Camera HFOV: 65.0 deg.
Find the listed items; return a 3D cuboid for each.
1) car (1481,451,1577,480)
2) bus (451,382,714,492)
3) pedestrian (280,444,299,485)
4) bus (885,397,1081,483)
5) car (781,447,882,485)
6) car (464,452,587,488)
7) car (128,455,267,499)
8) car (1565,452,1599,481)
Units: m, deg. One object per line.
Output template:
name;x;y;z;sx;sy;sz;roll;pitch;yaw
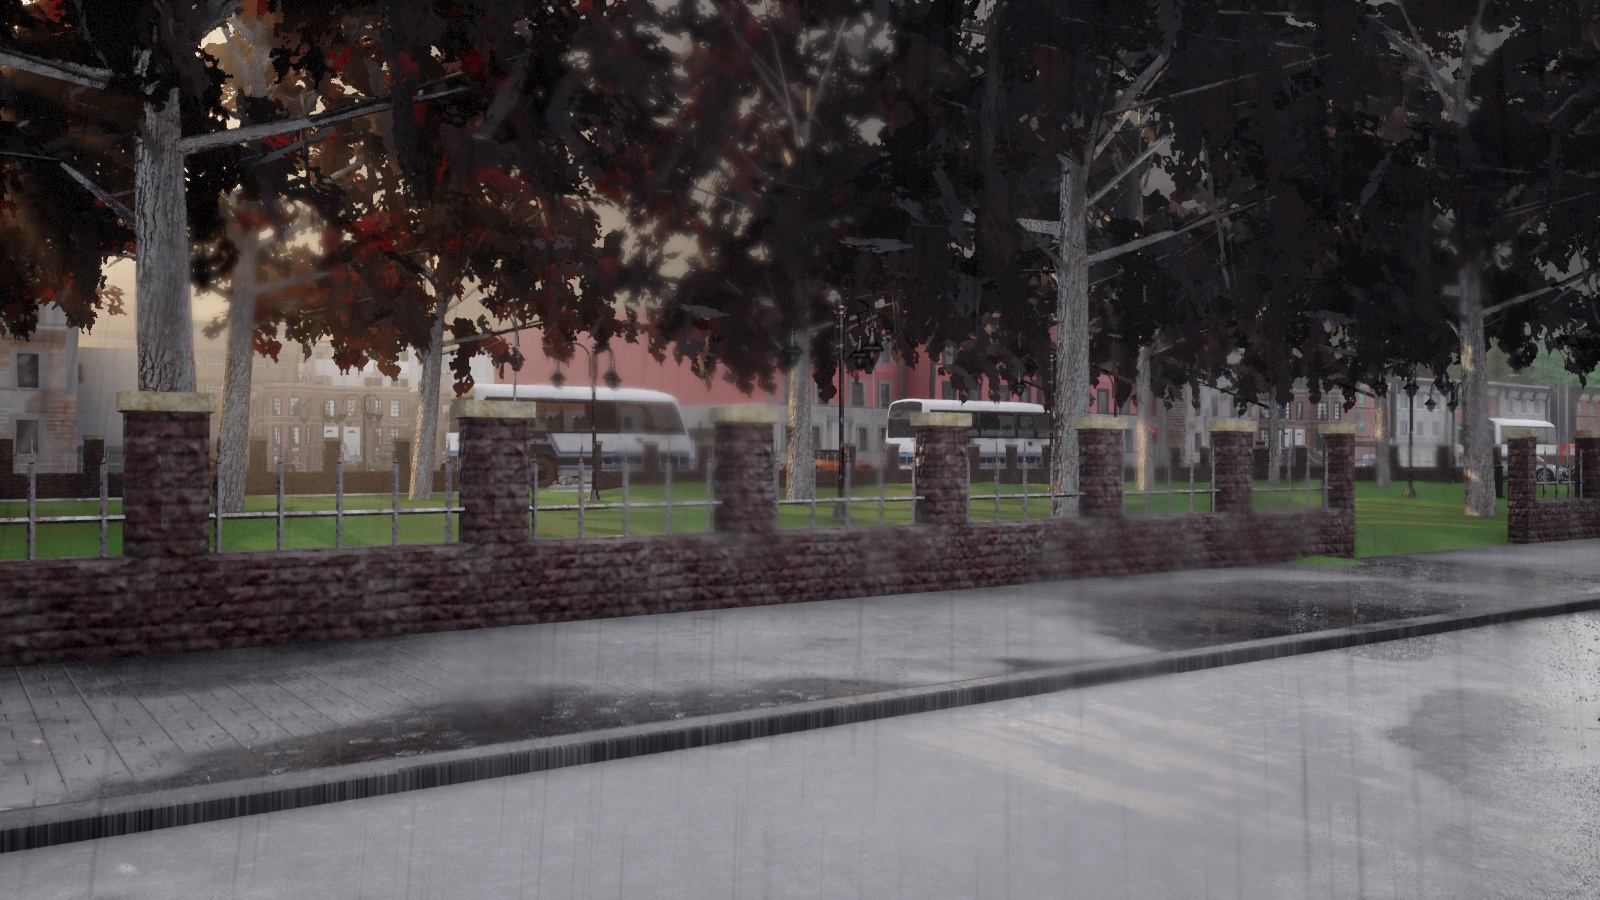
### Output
car;37.564;0.789;64.729;1.970;1.475;3.806;0;0;-37
bus;-9.078;-0.482;53.211;10.273;4.253;3.944;0;0;-35
pedestrian;-22.776;0.640;56.033;0.694;1.848;0.540;0;0;-37
bus;9.780;-0.490;66.470;10.273;4.253;3.944;0;0;-34
car;1.542;0.749;60.656;4.553;1.767;2.097;0;0;-35
car;-12.191;0.864;55.915;4.902;1.511;2.128;0;0;-35
car;-21.376;0.913;44.597;4.193;1.474;1.816;0;0;-35
car;41.944;0.828;64.906;1.845;1.501;3.633;0;0;-35
